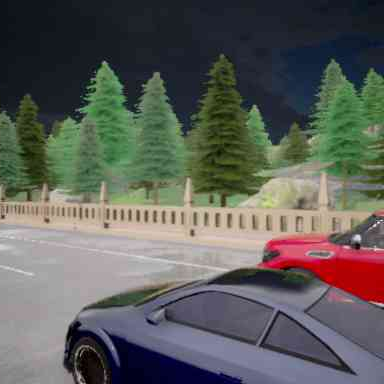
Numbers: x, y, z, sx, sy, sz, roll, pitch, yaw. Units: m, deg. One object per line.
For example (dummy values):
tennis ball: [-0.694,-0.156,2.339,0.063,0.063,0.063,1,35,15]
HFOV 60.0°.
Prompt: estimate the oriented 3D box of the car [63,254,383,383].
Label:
car: [0.488,1.568,3.644,4.181,1.385,1.994,0,0,36]

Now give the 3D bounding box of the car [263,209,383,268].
car: [3.848,1.222,5.549,5.566,2.045,2.150,0,0,36]
